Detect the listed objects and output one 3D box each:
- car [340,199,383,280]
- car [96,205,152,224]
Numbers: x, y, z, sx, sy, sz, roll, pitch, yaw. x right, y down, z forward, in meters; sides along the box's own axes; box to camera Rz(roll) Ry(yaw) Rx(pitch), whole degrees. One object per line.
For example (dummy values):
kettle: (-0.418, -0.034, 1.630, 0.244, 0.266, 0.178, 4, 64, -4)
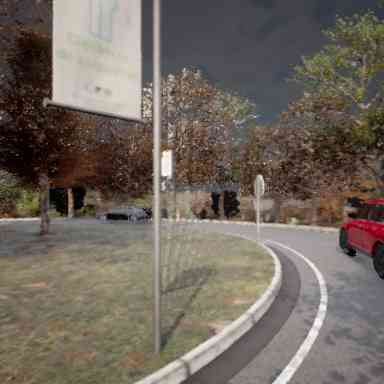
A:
car: (6.125, 1.207, 9.845, 2.150, 2.045, 5.566, 0, 0, 10)
car: (-5.777, 1.842, 28.278, 4.902, 1.511, 2.128, 0, -1, 18)
